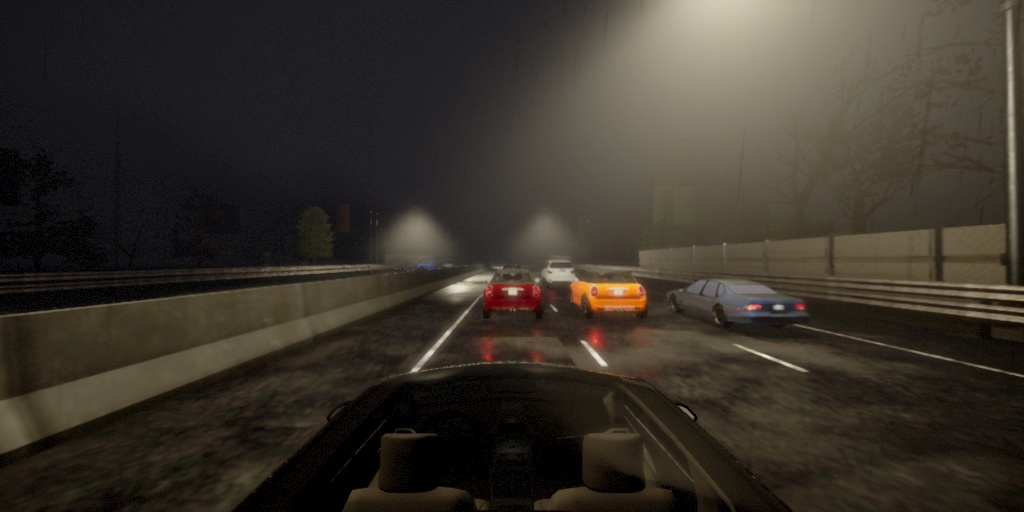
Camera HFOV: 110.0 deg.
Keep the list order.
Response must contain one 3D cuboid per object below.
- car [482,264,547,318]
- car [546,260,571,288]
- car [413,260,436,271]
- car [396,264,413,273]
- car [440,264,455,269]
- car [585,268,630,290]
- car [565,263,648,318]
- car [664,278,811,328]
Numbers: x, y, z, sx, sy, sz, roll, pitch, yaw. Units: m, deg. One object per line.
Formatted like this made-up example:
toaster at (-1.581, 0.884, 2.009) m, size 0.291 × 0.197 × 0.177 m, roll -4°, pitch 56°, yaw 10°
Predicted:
car at (0.042, 1.270, 14.002) m, size 2.097 × 1.767 × 4.553 m, roll 0°, pitch -1°, yaw 0°
car at (3.530, 1.332, 27.919) m, size 2.150 × 2.045 × 5.566 m, roll 0°, pitch -1°, yaw 0°
car at (-14.083, 1.749, 59.037) m, size 2.150 × 2.045 × 5.566 m, roll 0°, pitch -1°, yaw 0°
car at (-17.586, 2.032, 59.033) m, size 1.837 × 1.490 × 4.892 m, roll 0°, pitch -1°, yaw 0°
car at (-10.590, 2.021, 59.158) m, size 2.128 × 1.511 × 4.902 m, roll 0°, pitch -1°, yaw 0°
car at (7.021, 1.643, 26.934) m, size 2.033 × 1.411 × 5.357 m, roll 0°, pitch -1°, yaw 1°
car at (3.542, 1.270, 13.996) m, size 2.097 × 1.767 × 4.553 m, roll 0°, pitch -1°, yaw 0°
car at (7.025, 1.438, 11.946) m, size 2.033 × 1.411 × 5.357 m, roll 0°, pitch -1°, yaw 0°
